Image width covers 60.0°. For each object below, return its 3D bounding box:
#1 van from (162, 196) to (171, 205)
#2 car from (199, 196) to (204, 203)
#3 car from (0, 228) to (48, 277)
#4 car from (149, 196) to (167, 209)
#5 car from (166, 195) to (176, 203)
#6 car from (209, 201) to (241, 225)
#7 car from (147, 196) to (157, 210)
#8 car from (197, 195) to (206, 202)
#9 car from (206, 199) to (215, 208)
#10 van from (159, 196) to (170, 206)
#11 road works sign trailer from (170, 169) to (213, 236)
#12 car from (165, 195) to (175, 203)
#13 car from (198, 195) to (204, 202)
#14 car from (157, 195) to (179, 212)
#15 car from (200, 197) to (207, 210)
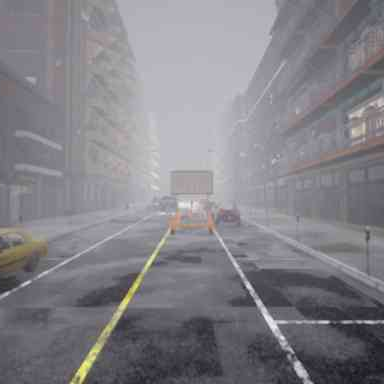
[{"bbox_3d":[-5.305,1.690,69.322,1.690,1.788,3.998,1,0,0],"label":"van"},{"bbox_3d":[2.574,1.794,52.669,2.008,1.369,4.403,1,0,0],"label":"car"},{"bbox_3d":[-5.295,1.554,8.322,1.752,1.417,4.829,2,0,0],"label":"car"},{"bbox_3d":[-5.300,1.559,52.732,2.192,1.841,5.009,2,0,0],"label":"car"},{"bbox_3d":[-5.307,1.784,85.912,2.192,1.841,5.009,1,0,0],"label":"car"},{"bbox_3d":[2.580,1.642,25.015,1.887,1.381,4.507,1,0,0],"label":"car"},{"bbox_3d":[-5.305,1.737,47.029,1.752,1.417,4.829,2,0,0],"label":"car"},{"bbox_3d":[2.537,1.826,91.385,2.192,1.841,5.009,1,0,0],"label":"car"},{"bbox_3d":[2.579,1.649,30.717,1.752,1.417,4.829,1,0,0],"label":"car"},{"bbox_3d":[-5.303,1.652,63.790,1.690,1.788,3.998,2,0,0],"label":"van"},{"bbox_3d":[-0.013,0.534,18.699,2.380,3.560,2.880,0,0,0],"label":"road works sign trailer"},{"bbox_3d":[-5.307,1.743,80.383,2.192,1.841,5.009,1,0,0],"label":"car"},{"bbox_3d":[2.571,1.893,69.261,1.887,1.381,4.507,1,0,0],"label":"car"},{"bbox_3d":[-2.851,1.407,42.435,2.150,2.045,5.566,0,0,0],"label":"car"},{"bbox_3d":[2.575,1.757,47.137,1.887,1.381,4.507,1,0,0],"label":"car"}]
